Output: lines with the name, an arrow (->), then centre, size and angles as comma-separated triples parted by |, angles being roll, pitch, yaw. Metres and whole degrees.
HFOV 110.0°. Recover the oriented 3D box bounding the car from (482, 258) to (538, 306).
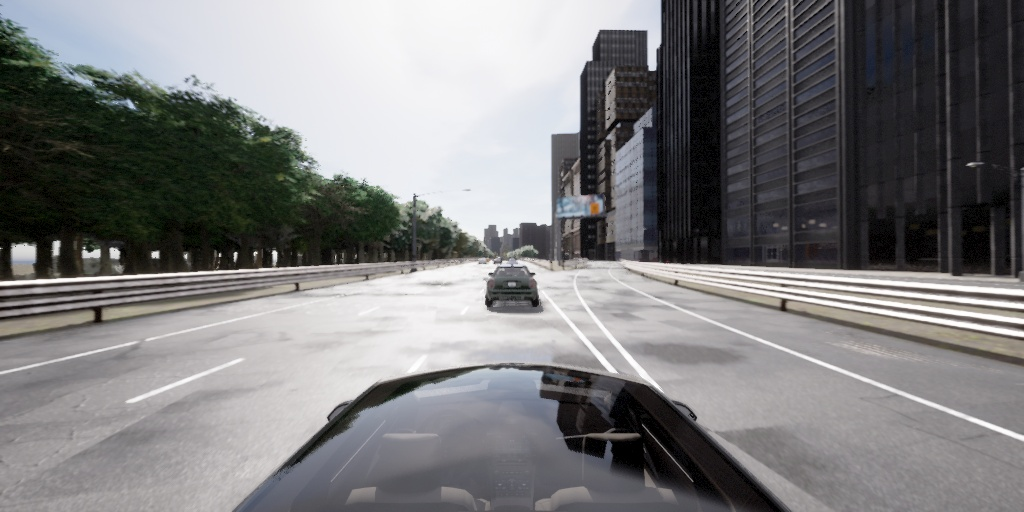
car -> -0.004, 1.135, 16.165 | 2.097, 1.767, 4.553 | 0, 0, 0
